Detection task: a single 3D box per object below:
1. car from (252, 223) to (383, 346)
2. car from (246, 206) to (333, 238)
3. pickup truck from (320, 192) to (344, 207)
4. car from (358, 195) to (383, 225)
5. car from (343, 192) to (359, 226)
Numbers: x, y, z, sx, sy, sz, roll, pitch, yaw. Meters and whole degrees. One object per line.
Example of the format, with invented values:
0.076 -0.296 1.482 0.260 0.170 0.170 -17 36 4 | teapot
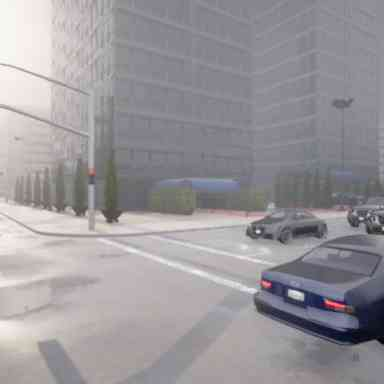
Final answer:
3.564 1.543 6.272 5.357 1.411 2.033 0 0 -35 | car
4.552 1.555 15.777 4.181 1.385 1.994 0 0 -35 | car
18.492 1.031 41.394 6.274 2.098 2.390 0 0 -4 | pickup truck
10.483 1.209 15.655 5.566 2.045 2.150 0 0 -35 | car
12.209 1.206 21.114 5.566 2.045 2.150 0 0 -35 | car
